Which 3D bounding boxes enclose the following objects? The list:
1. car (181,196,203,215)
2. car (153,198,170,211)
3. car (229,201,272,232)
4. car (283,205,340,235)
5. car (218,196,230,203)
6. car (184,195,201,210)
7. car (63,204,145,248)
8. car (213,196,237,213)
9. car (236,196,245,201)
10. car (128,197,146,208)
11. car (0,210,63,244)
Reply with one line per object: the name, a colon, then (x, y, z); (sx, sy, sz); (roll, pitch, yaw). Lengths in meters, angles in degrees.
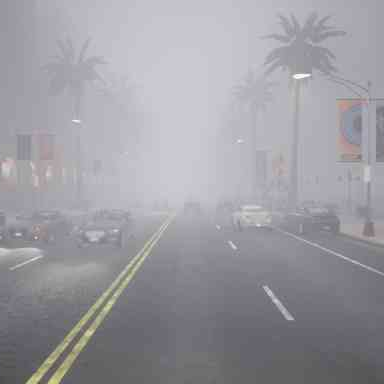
car: (0.002, 1.505, 34.298); (1.837, 1.490, 4.892); (0, 0, 0)
car: (-3.711, 1.491, 41.141); (2.128, 1.511, 4.902); (0, 0, 0)
car: (3.544, 1.526, 20.040); (1.812, 1.442, 4.674); (0, 0, 0)
car: (6.536, 1.481, 18.593); (2.231, 1.521, 4.892); (0, 0, 0)
car: (6.710, 1.513, 69.898); (2.161, 1.482, 4.786); (0, 0, 0)
car: (-0.019, 1.352, 44.297); (2.097, 1.767, 4.553); (0, 0, -1)
car: (-3.639, 1.493, 14.822); (2.128, 1.511, 4.902); (0, 0, 0)
car: (3.498, 1.504, 36.737); (1.837, 1.490, 4.892); (0, 0, 0)
car: (6.464, 1.354, 47.968); (2.185, 1.767, 4.553); (0, 0, 0)
car: (-7.216, 1.504, 43.942); (1.837, 1.490, 4.892); (0, 0, 0)
car: (-7.142, 1.564, 15.662); (1.994, 1.385, 4.181); (0, 0, 0)
